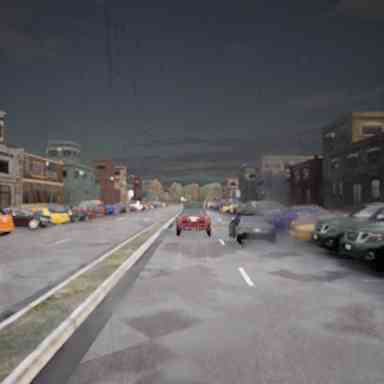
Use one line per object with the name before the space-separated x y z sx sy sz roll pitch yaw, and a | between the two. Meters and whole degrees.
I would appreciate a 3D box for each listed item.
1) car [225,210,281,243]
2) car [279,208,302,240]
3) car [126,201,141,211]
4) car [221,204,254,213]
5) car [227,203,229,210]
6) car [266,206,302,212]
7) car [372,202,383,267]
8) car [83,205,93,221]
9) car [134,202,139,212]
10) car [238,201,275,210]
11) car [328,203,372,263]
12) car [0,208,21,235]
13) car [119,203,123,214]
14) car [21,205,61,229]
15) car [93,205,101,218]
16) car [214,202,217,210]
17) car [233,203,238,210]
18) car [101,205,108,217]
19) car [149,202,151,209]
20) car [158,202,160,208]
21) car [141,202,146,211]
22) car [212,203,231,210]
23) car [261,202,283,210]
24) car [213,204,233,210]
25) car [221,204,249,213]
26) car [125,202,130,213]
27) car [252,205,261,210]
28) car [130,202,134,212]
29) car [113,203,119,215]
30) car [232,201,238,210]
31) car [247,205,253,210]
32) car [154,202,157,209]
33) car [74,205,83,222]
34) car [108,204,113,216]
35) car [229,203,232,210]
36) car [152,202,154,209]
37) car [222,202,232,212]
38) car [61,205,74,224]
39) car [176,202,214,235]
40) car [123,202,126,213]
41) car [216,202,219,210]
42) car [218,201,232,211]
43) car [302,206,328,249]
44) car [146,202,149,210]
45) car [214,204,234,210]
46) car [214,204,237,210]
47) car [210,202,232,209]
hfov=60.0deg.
car | 3.101 1.843 17.839 1.994 1.385 4.181 0 -1 0
car | 7.639 1.818 18.605 4.674 1.452 2.002 0 -1 0
car | -12.732 2.896 63.477 4.553 1.767 2.185 0 -2 0
car | 7.829 2.822 57.196 5.366 1.575 1.946 0 -2 0
car | 7.641 2.545 46.201 4.674 1.452 2.002 0 -2 0
car | 7.636 1.844 21.360 5.008 1.535 2.097 0 -1 0
car | 7.612 1.315 7.592 5.566 2.045 2.435 0 -1 0
car | -12.732 2.171 32.826 4.792 1.488 2.163 0 -2 0
car | -12.703 2.974 60.603 4.674 1.452 2.002 0 -2 0
car | 7.671 1.877 32.392 5.566 2.045 2.435 0 -1 0
car | 7.612 1.356 10.345 5.566 2.045 2.435 0 -1 0
car | -12.758 1.652 18.941 4.553 1.767 2.185 0 -1 0
car | -12.739 2.531 46.841 4.892 1.521 2.231 0 -2 0
car | -12.784 1.925 24.617 4.892 1.521 2.231 0 -2 0
car | -12.761 2.216 35.604 5.008 1.535 2.097 0 -2 0
car | 7.595 2.917 68.225 5.566 2.045 2.435 0 -2 0
car | 7.638 2.274 37.898 5.008 1.535 2.097 0 -2 0
car | -12.744 2.294 38.383 4.892 1.521 2.231 0 -2 0
car | -12.858 3.455 77.397 5.366 1.575 1.946 0 -2 0
car | -12.638 3.740 94.064 5.566 2.045 2.435 0 -2 0
car | -12.723 2.856 66.292 5.566 2.045 2.435 0 -2 0
car | 7.561 3.590 84.757 4.553 1.767 2.185 0 -2 0
car | 7.673 1.789 24.119 4.553 1.767 2.185 0 -1 0
car | 7.594 3.668 82.125 4.674 1.452 2.002 0 -2 0
car | 7.668 2.939 59.950 4.792 1.488 2.163 0 -2 0
car | -12.752 2.716 52.271 4.792 1.488 2.163 0 -2 0
car | 7.671 2.015 26.872 4.792 1.488 2.163 0 -1 0
car | -12.724 2.769 55.051 4.892 1.521 2.231 0 -2 0
car | -12.733 2.451 44.063 5.008 1.535 2.097 0 -2 0
car | 7.612 2.224 40.657 4.553 1.767 2.185 0 -2 0
car | 7.640 2.096 29.628 4.674 1.452 2.002 0 -2 0
car | -12.666 3.814 88.500 5.008 1.535 2.097 0 -2 0
car | -12.739 1.942 30.059 4.553 1.767 2.185 0 -2 0
car | -12.774 2.399 41.159 4.792 1.488 2.163 0 -2 0
car | 7.673 2.455 43.409 4.792 1.488 2.163 0 -2 0
car | -12.667 3.633 82.827 5.008 1.535 2.097 0 -2 0
car | 7.615 2.692 51.676 4.792 1.488 2.163 0 -2 0
car | -12.958 1.994 27.396 5.366 1.575 1.946 0 -2 0
car | 0.102 1.724 21.682 2.097 1.767 4.553 0 -2 0
car | -12.725 2.646 49.493 4.674 1.452 2.002 0 -2 0
car | 7.819 2.991 62.708 5.366 1.575 1.946 0 -2 0
car | 7.459 2.741 54.434 5.366 1.575 1.946 0 -2 0
car | 7.613 1.407 13.102 5.566 2.045 2.435 0 -1 0
car | -12.649 3.399 74.618 4.792 1.488 2.163 0 -2 0
car | 7.600 3.570 79.239 4.674 1.452 2.002 0 -2 0
car | 7.602 3.438 76.485 5.008 1.535 2.097 0 -2 0
car | 7.559 3.556 87.517 5.566 2.045 2.435 0 -2 0
